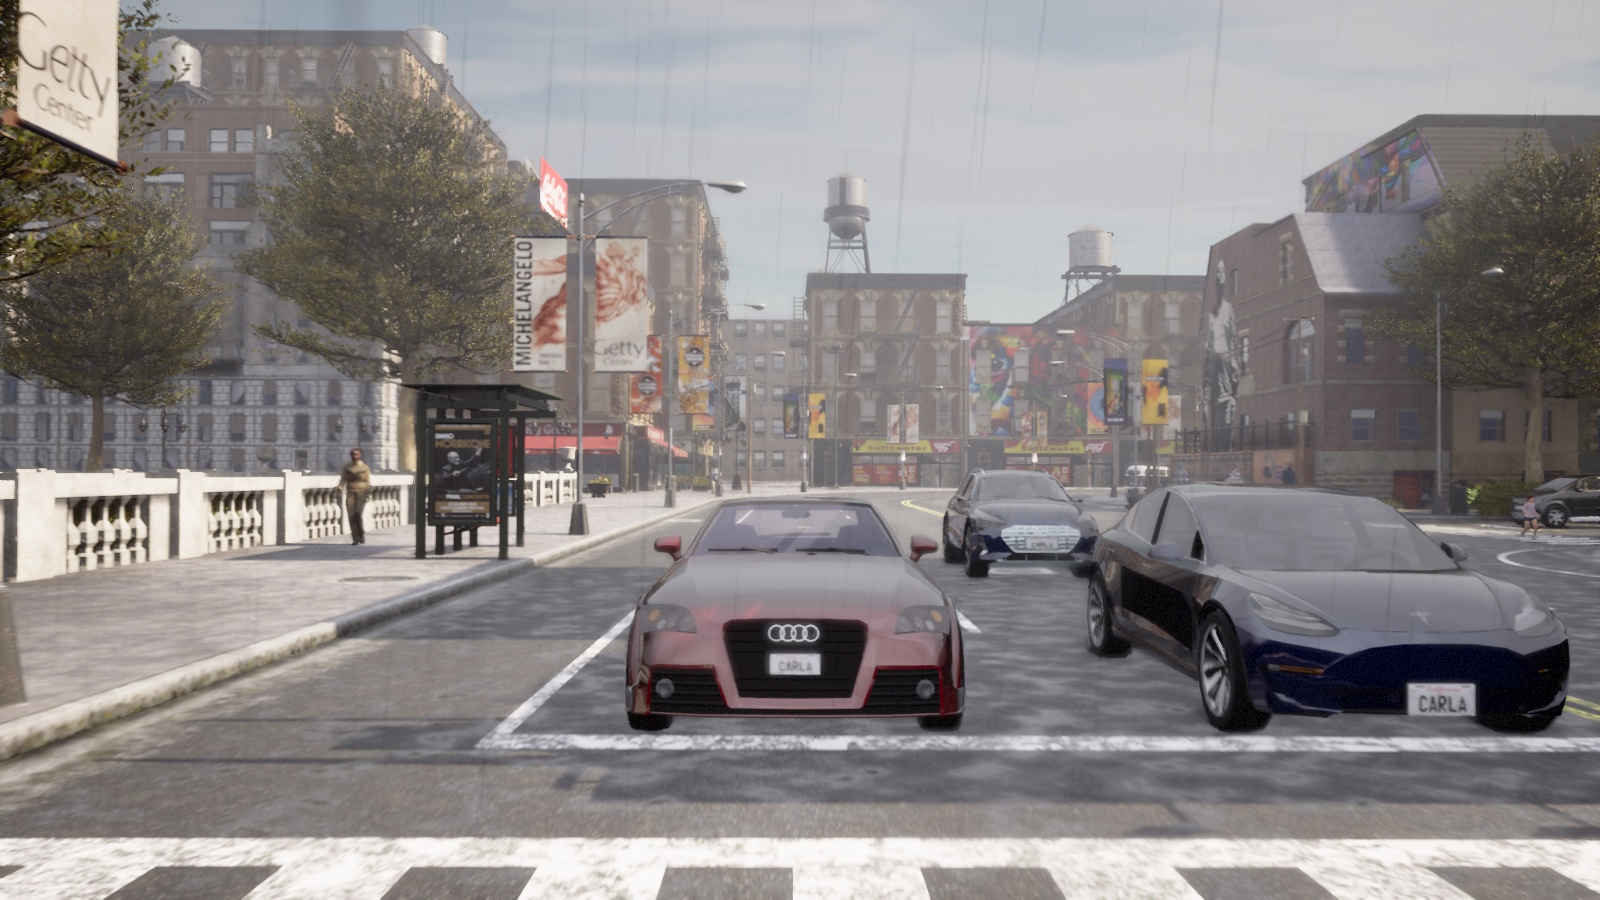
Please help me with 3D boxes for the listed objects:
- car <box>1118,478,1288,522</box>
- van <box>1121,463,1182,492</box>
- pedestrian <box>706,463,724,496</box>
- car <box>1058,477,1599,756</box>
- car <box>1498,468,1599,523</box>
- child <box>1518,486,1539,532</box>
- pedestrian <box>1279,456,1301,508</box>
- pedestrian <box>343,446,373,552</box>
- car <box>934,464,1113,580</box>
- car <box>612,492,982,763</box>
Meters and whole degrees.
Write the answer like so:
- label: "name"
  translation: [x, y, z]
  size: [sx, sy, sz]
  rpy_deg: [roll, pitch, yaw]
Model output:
- label: "car"
  translation: [12.700, 1.530, 39.739]
  size: [4.718, 1.301, 1.895]
  rpy_deg: [-1, -1, 40]
- label: "van"
  translation: [25.629, 1.967, 91.461]
  size: [4.480, 2.038, 2.069]
  rpy_deg: [1, -1, -39]
- label: "pedestrian"
  translation: [-4.791, 1.678, 70.937]
  size: [0.874, 1.855, 0.900]
  rpy_deg: [0, -1, 7]
- label: "car"
  translation: [3.479, 0.955, 9.225]
  size: [2.163, 1.488, 4.792]
  rpy_deg: [0, -1, 0]
- label: "car"
  translation: [22.735, 1.315, 36.667]
  size: [3.705, 1.549, 1.789]
  rpy_deg: [0, -1, 0]
- label: "child"
  translation: [17.778, 1.440, 30.645]
  size: [0.255, 1.110, 0.394]
  rpy_deg: [0, -1, -1]
- label: "pedestrian"
  translation: [17.659, 1.159, 45.268]
  size: [0.402, 1.842, 0.726]
  rpy_deg: [0, -1, -10]
- label: "pedestrian"
  translation: [-8.120, 0.890, 23.079]
  size: [0.396, 1.930, 0.692]
  rpy_deg: [0, -1, -8]
- label: "car"
  translation: [3.452, 1.072, 20.341]
  size: [2.033, 1.649, 4.856]
  rpy_deg: [0, -1, 0]
- label: "car"
  translation: [-0.020, 1.027, 8.881]
  size: [1.994, 1.385, 4.181]
  rpy_deg: [0, -1, 0]
